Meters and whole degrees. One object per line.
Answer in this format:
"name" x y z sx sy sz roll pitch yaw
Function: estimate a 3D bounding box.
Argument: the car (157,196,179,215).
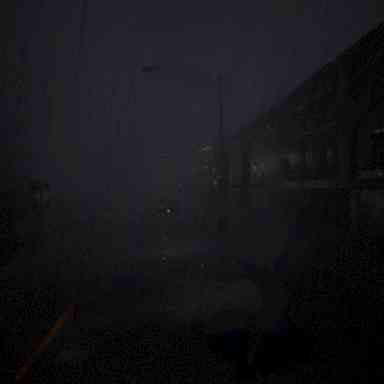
"car" -2.152 1.282 30.249 1.895 1.301 4.718 -1 1 -4

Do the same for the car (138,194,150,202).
"car" -8.518 1.009 59.087 1.994 1.385 4.181 -1 1 -4
